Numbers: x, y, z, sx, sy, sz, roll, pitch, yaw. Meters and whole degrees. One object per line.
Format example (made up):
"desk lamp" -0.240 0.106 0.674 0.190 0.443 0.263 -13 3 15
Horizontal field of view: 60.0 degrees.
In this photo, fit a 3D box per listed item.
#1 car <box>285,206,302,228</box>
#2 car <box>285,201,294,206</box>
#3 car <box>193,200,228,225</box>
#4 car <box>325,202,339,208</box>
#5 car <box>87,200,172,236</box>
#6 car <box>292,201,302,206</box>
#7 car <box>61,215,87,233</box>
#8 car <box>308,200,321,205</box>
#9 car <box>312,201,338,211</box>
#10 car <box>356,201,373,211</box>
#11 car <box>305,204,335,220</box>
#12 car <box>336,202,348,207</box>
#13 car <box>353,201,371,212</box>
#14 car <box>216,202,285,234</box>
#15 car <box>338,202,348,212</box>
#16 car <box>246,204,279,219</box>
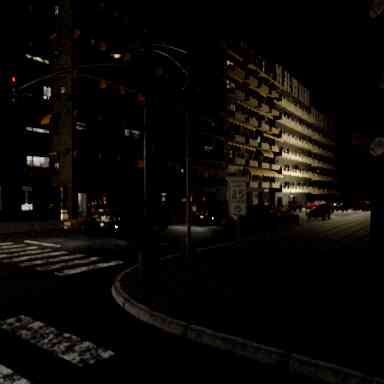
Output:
"car" 7.253 2.053 26.654 1.887 1.381 4.507 -2 -2 35
"car" 13.240 2.464 49.819 1.752 1.417 4.829 -1 -2 35
"car" 2.367 1.744 29.693 2.150 2.045 5.566 0 -1 34
"car" 32.788 3.084 77.824 1.887 1.381 4.507 -1 -2 35
"car" -3.543 1.556 21.225 2.150 2.045 5.566 0 -1 35
"car" 16.579 2.358 54.608 2.192 1.841 5.009 -1 -2 35
"car" -6.208 1.852 21.953 1.752 1.417 4.829 -1 -2 35
"car" 23.064 2.788 63.891 1.887 1.381 4.507 -1 -2 35
"car" 19.287 2.465 48.343 1.837 1.490 4.892 0 -1 35
"car" 33.183 2.631 63.813 2.192 1.841 5.009 -1 -2 35
"car" 13.736 2.293 35.941 1.802 1.307 4.206 -2 -2 35
"car" 39.272 3.299 87.113 1.947 1.339 4.313 -1 -2 35
"car" 29.940 2.531 59.168 2.192 1.841 5.009 -2 -2 35
"car" 4.009 1.721 22.016 2.192 1.841 5.009 -2 -2 35
"car" 25.303 2.638 56.973 2.128 1.511 4.902 0 -1 35
"car" 8.094 2.207 37.874 1.837 1.490 4.892 0 -1 35
